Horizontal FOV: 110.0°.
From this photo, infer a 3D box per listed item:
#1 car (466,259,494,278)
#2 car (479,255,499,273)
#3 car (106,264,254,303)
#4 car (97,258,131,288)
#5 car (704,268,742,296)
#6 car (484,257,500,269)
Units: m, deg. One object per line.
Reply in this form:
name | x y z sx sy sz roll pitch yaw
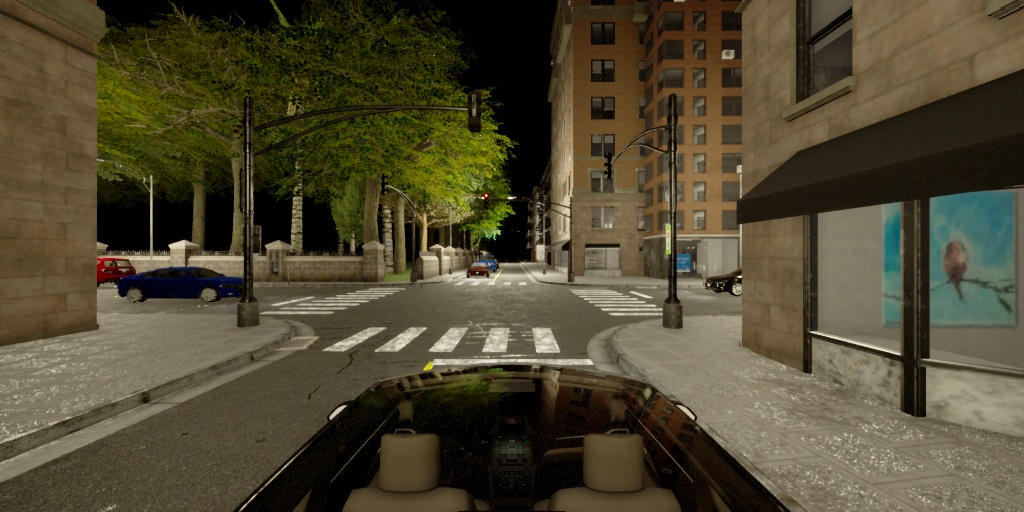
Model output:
car | -3.056 1.293 33.608 1.994 1.385 4.181 0 0 0
car | -3.043 0.934 43.149 2.150 2.045 5.566 0 0 0
car | -14.267 1.214 15.867 5.008 1.535 1.882 0 0 -1
car | -25.924 1.035 21.778 5.009 1.841 2.192 0 0 1
car | 12.689 1.271 18.683 4.892 1.490 1.837 0 0 1
car | -3.018 1.041 54.168 2.097 1.767 4.553 0 0 0
